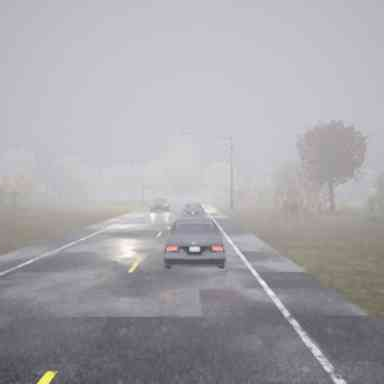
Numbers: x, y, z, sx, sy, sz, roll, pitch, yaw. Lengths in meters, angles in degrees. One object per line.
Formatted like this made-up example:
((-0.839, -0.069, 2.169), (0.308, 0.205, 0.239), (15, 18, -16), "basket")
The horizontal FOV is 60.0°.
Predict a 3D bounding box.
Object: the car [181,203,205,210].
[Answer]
((0.088, 1.575, 26.442), (2.033, 1.411, 5.357), (0, 0, 0), "car")

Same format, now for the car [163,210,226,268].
((0.084, 1.559, 11.284), (2.033, 1.411, 5.357), (0, 0, 0), "car")

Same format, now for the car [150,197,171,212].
((-3.593, 1.396, 38.304), (2.097, 1.767, 4.553), (0, 0, 0), "car")
